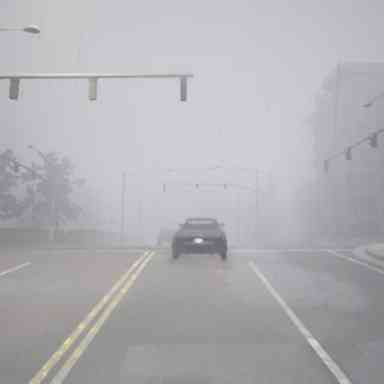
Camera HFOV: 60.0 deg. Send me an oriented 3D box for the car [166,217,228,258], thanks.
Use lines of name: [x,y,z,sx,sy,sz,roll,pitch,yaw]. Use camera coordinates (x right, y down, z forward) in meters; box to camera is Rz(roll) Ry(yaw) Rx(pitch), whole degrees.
car: [0.390,1.683,13.166,1.994,1.385,4.181,-1,-2,5]

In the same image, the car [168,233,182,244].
car: [-2.801,7.847,55.908,2.097,1.767,4.553,0,-9,1]

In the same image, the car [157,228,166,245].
car: [-3.047,5.568,41.724,2.150,2.045,5.566,0,-8,1]
